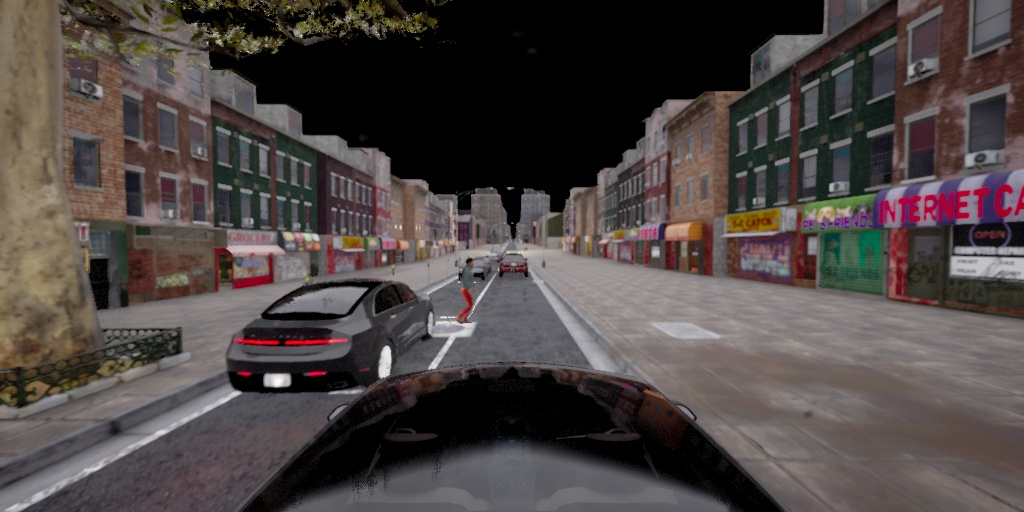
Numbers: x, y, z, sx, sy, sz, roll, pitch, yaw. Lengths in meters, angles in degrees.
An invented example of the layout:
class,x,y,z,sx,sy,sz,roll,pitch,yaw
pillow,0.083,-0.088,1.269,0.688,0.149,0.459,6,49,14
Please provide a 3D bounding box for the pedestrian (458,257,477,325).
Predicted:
class,x,y,z,sx,sy,sz,roll,pitch,yaw
pedestrian,-1.158,0.886,9.538,0.375,1.860,0.375,1,2,0

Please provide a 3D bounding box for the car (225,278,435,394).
class,x,y,z,sx,sy,sz,roll,pitch,yaw
car,-2.735,1.156,6.610,1.837,1.490,4.892,0,1,0

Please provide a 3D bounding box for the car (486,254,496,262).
class,x,y,z,sx,sy,sz,roll,pitch,yaw
car,-2.552,0.710,29.996,1.948,1.339,4.313,0,0,0

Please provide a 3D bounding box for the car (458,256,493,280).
class,x,y,z,sx,sy,sz,roll,pitch,yaw
car,-2.569,0.847,24.454,1.948,1.339,4.313,0,0,0

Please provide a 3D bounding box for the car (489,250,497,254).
class,x,y,z,sx,sy,sz,roll,pitch,yaw
car,-2.500,0.221,46.612,1.802,1.307,4.207,0,0,0

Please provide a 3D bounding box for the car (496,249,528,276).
class,x,y,z,sx,sy,sz,roll,pitch,yaw
car,0.143,0.557,27.630,2.097,1.767,4.553,0,1,1

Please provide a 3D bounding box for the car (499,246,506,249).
class,x,y,z,sx,sy,sz,roll,pitch,yaw
car,-2.467,-0.295,57.673,1.967,1.591,4.097,0,0,0
